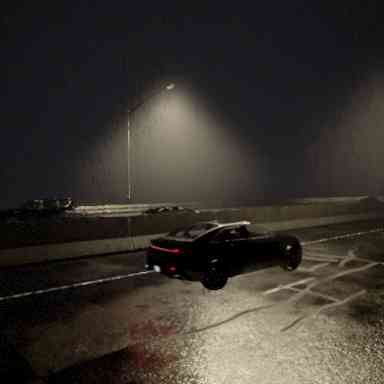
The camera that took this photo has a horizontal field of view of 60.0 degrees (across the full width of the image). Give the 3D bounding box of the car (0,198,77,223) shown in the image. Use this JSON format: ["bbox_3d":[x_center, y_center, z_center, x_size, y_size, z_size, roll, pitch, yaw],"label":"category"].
[{"bbox_3d":[-10.522,1.459,22.526,5.566,2.045,2.150,-1,0,-38],"label":"car"}]

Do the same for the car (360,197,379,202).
[{"bbox_3d":[28.866,1.441,53.861,4.181,1.385,1.994,0,0,-38],"label":"car"}]

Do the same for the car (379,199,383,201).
[{"bbox_3d":[31.420,1.185,51.418,4.553,1.767,2.097,-1,0,-38],"label":"car"}]

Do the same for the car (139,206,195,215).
[{"bbox_3d":[-1.897,1.625,20.438,4.892,1.490,1.837,-1,0,-39],"label":"car"}]

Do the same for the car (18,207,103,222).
[{"bbox_3d":[-7.662,1.793,20.313,4.718,1.301,1.895,-1,0,-39],"label":"car"}]

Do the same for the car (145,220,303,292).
[{"bbox_3d":[1.094,1.523,9.134,4.902,1.511,2.128,-1,0,-39],"label":"car"}]
